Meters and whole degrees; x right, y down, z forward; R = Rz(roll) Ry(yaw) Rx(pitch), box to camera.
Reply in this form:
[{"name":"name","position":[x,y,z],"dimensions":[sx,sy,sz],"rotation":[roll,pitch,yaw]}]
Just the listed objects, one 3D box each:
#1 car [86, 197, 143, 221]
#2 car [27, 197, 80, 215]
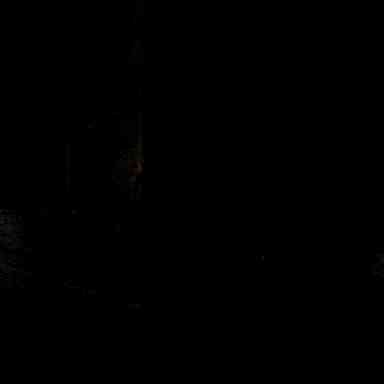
[{"name":"car","position":[-4.926,1.239,23.186],"dimensions":[1.802,1.307,4.206],"rotation":[1,1,35]},{"name":"car","position":[-11.466,1.127,27.836],"dimensions":[1.947,1.339,4.313],"rotation":[1,1,35]}]
